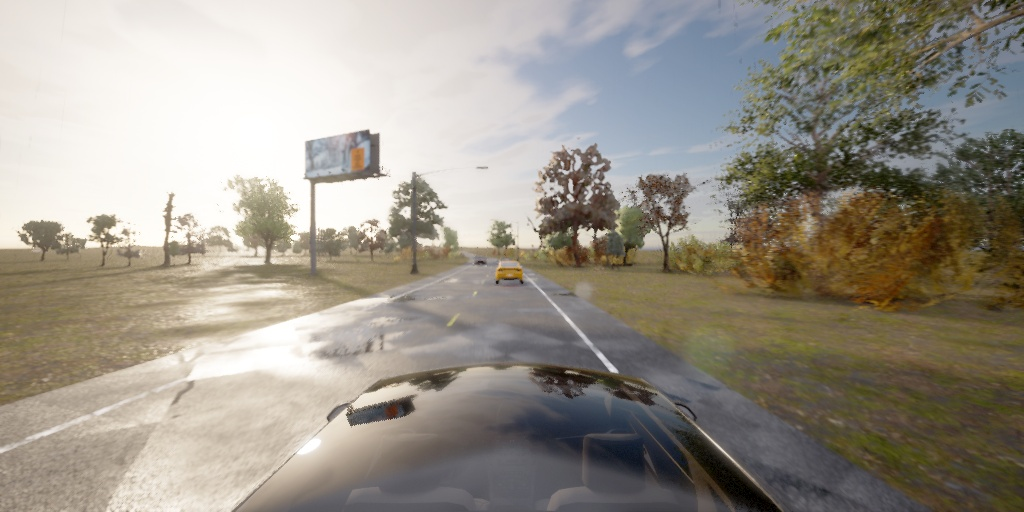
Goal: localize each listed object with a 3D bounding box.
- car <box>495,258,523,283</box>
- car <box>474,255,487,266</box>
[{"bbox_3d":[-0.208,1.090,25.987,1.882,1.535,5.008,0,0,-1],"label":"car"},{"bbox_3d":[-5.370,0.738,62.152,2.097,1.767,4.553,0,0,-3],"label":"car"}]
